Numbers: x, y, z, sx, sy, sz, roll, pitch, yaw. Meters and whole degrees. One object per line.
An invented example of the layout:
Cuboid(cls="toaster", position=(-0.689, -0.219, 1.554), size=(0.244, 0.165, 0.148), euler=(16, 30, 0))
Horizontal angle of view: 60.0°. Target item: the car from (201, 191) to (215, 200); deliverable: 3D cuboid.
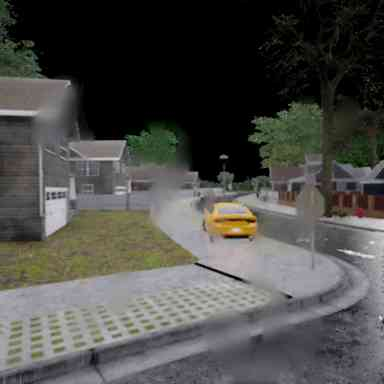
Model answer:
Cuboid(cls="car", position=(2.609, 0.551, 55.019), size=(2.097, 1.767, 4.553), euler=(0, 1, 6))

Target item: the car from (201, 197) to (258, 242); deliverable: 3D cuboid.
Cuboid(cls="car", position=(1.616, 1.224, 14.982), size=(1.882, 1.535, 5.008), euler=(0, 1, -1))
